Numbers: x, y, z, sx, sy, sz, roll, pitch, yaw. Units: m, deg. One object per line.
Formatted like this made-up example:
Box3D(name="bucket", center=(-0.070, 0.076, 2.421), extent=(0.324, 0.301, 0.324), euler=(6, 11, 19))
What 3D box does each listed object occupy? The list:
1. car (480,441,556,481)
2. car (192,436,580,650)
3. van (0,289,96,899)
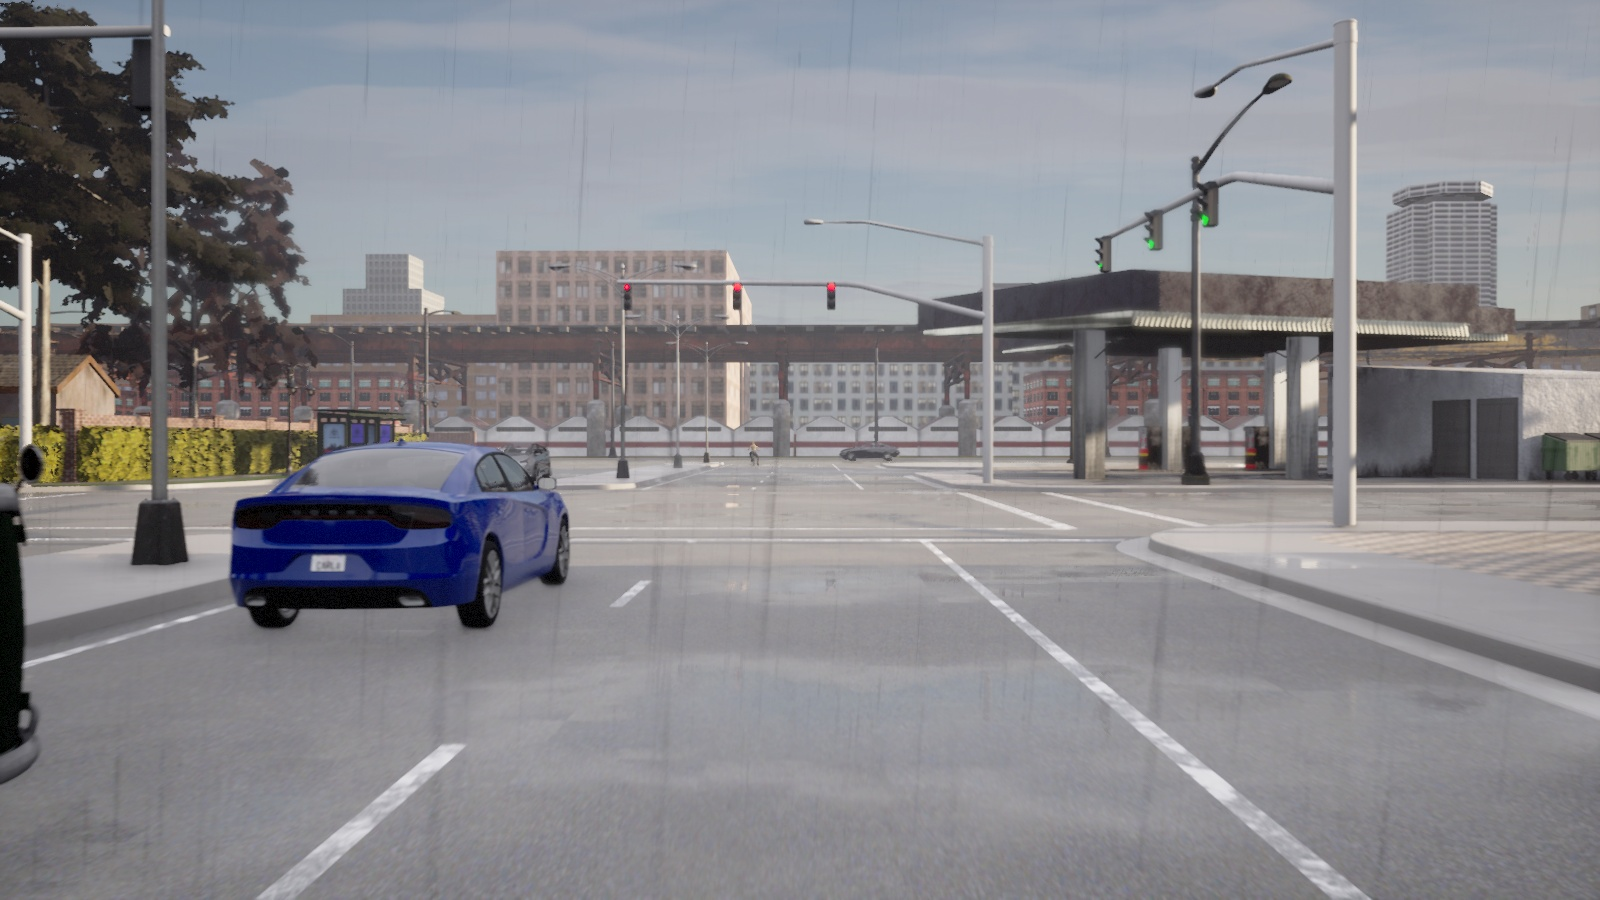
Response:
Box3D(name="car", center=(-11.199, 0.401, 50.215), extent=(2.007, 1.525, 4.514), euler=(0, 0, 0))
Box3D(name="car", center=(-3.419, 0.656, 11.551), extent=(1.882, 1.535, 5.008), euler=(0, 0, 0))
Box3D(name="van", center=(-3.471, 0.481, 2.369), extent=(1.775, 1.987, 4.442), euler=(0, 0, 0))
